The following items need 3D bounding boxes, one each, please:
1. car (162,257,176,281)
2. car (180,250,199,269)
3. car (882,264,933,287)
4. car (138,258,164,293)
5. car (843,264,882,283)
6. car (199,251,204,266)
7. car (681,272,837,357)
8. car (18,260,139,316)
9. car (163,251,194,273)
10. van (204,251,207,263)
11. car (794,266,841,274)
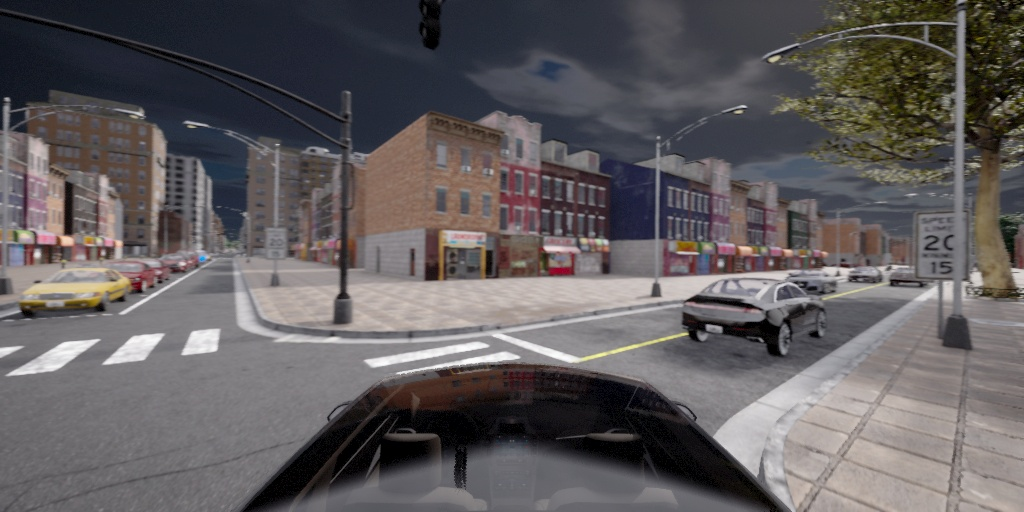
[{"bbox_3d":[-21.183,0.870,20.846,1.802,1.307,4.207,0,0,-38],"label":"car"},{"bbox_3d":[-31.516,0.499,34.111,1.967,1.591,4.097,0,0,-38],"label":"car"},{"bbox_3d":[31.517,1.631,28.488,5.357,1.411,2.033,1,0,-38],"label":"car"},{"bbox_3d":[-17.739,0.914,16.425,1.888,1.381,4.507,0,0,-38],"label":"car"},{"bbox_3d":[32.124,1.687,32.521,5.357,1.411,2.033,1,0,-38],"label":"car"},{"bbox_3d":[-34.960,0.299,38.532,2.192,1.841,5.009,0,0,-38],"label":"car"},{"bbox_3d":[6.016,1.285,8.756,4.902,1.511,2.128,1,0,-38],"label":"car"},{"bbox_3d":[-14.191,0.975,11.870,1.751,1.417,4.829,0,0,-38],"label":"car"},{"bbox_3d":[-28.072,0.574,29.689,1.967,1.591,4.097,0,0,-38],"label":"car"},{"bbox_3d":[-41.849,0.179,47.376,1.690,1.789,3.998,0,0,-38],"label":"van"},{"bbox_3d":[17.955,1.490,21.635,4.181,1.385,1.994,1,0,-38],"label":"car"}]
